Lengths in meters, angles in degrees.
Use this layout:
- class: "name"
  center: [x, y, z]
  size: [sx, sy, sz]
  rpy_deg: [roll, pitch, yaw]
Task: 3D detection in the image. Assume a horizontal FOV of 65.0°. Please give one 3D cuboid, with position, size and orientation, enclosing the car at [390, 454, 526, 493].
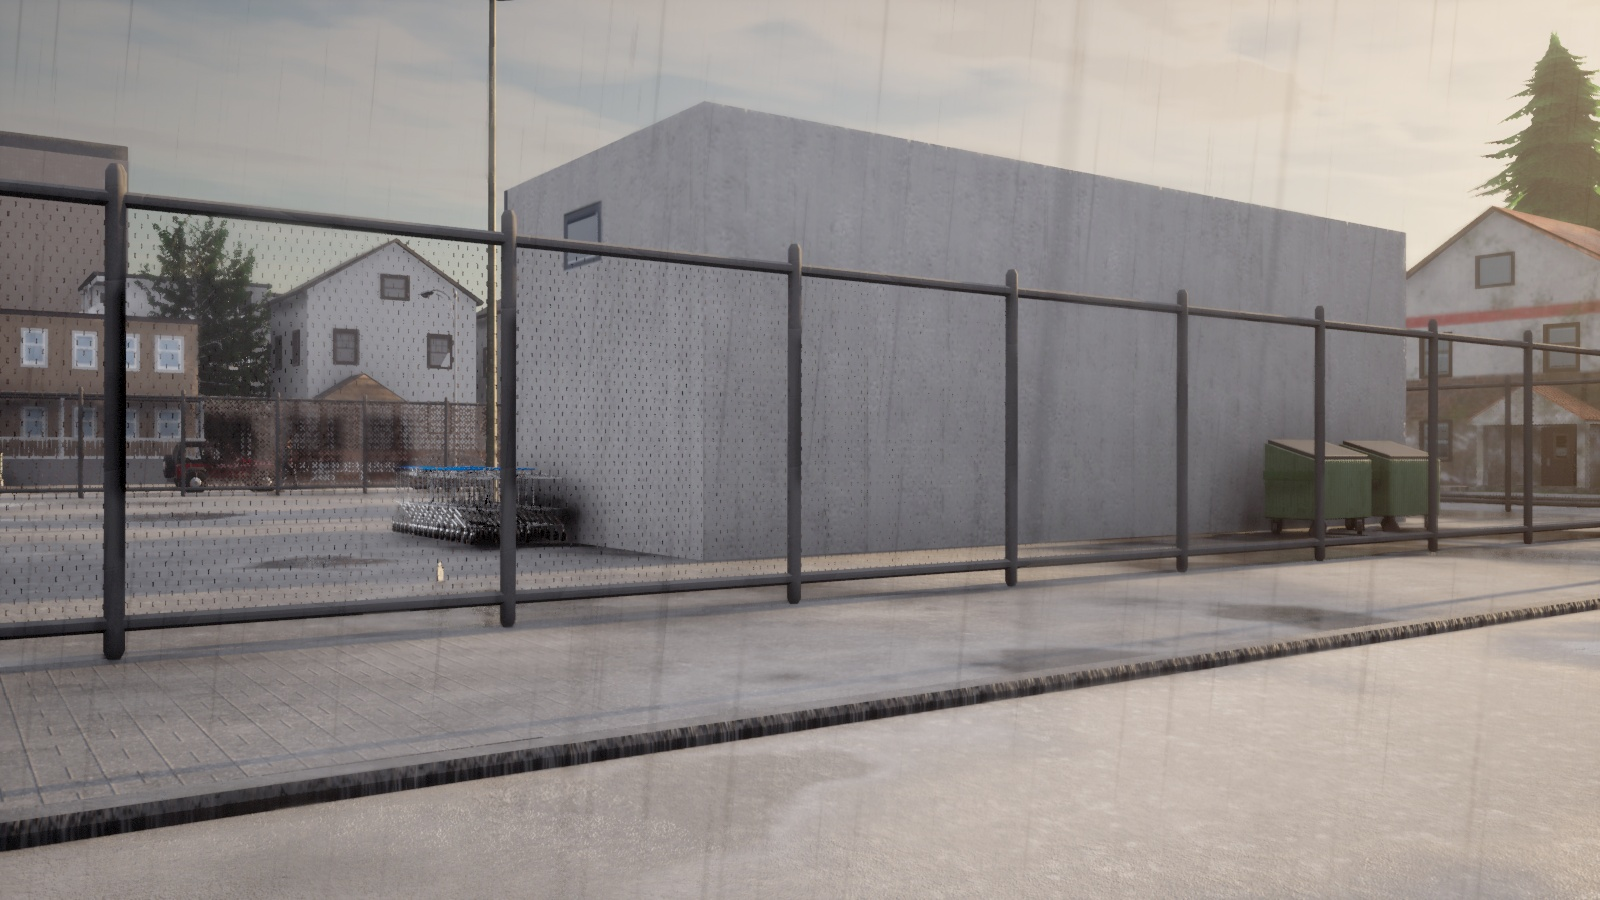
- class: "car"
  center: [-13.605, 0.901, 50.073]
  size: [4.892, 1.490, 1.837]
  rpy_deg: [0, 0, -33]

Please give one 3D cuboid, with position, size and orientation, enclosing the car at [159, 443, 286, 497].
- class: "car"
  center: [-20.718, 0.695, 45.078]
  size: [3.866, 1.878, 1.905]
  rpy_deg: [0, 0, -34]

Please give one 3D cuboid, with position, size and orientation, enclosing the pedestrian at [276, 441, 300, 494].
- class: "pedestrian"
  center: [-17.804, 0.593, 43.669]
  size: [0.354, 1.836, 0.706]
  rpy_deg: [0, 0, 28]
